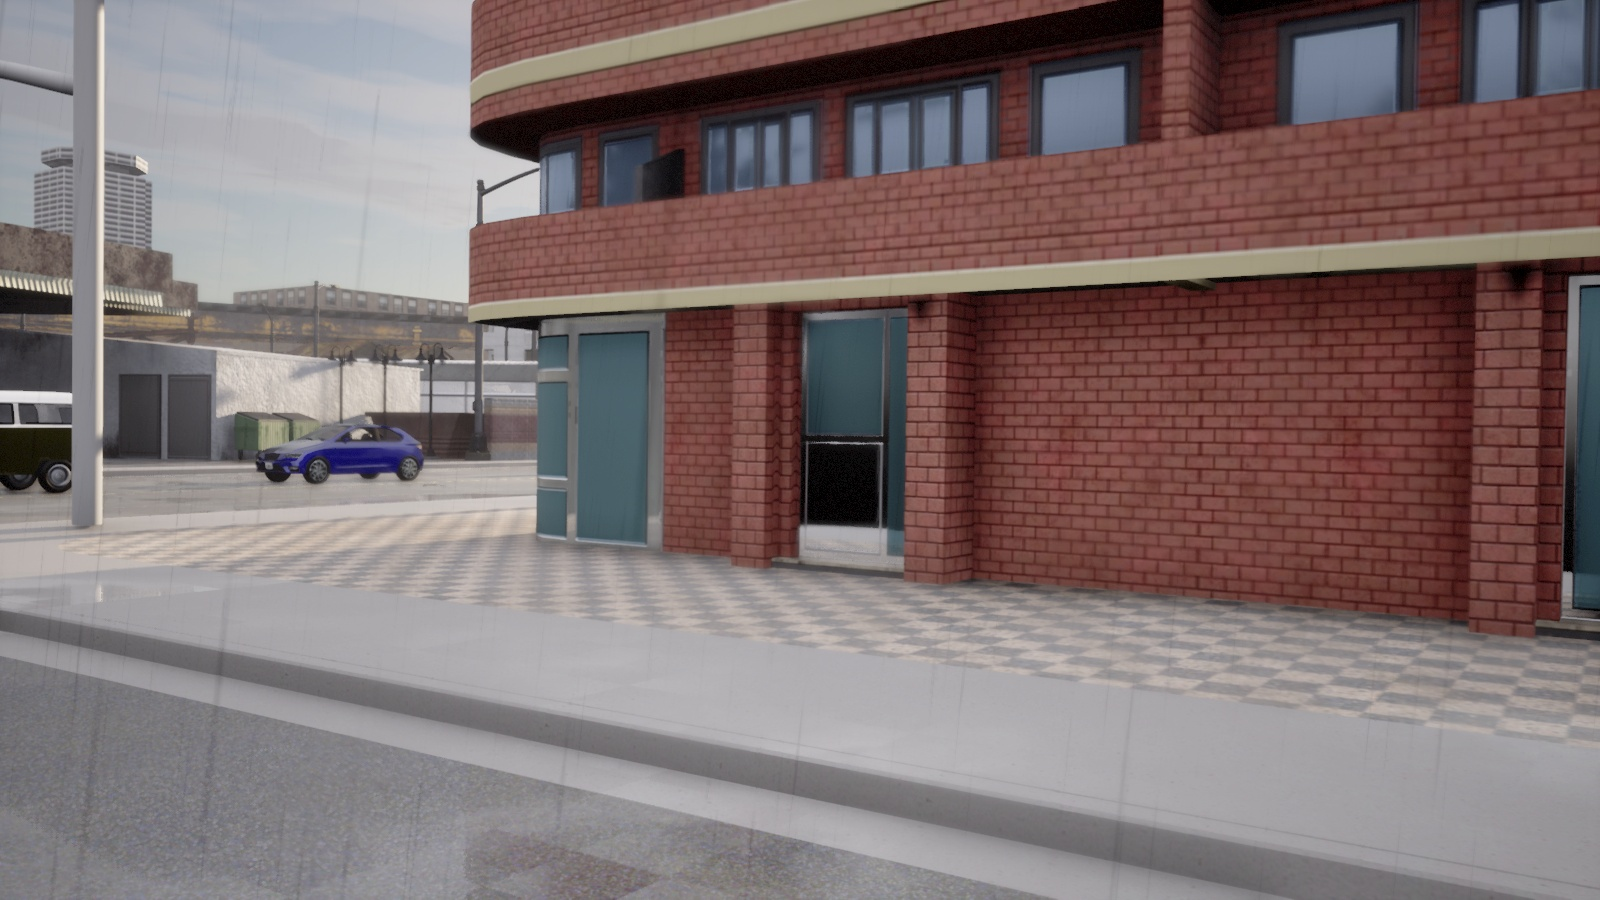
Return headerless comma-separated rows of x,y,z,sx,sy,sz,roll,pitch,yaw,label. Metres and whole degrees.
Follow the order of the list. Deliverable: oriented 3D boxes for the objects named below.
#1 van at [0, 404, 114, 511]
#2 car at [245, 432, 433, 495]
-16.204,0.135,24.494,2.069,2.038,4.480,0,1,32,van
-11.541,0.285,31.717,1.816,1.474,4.193,0,1,33,car
